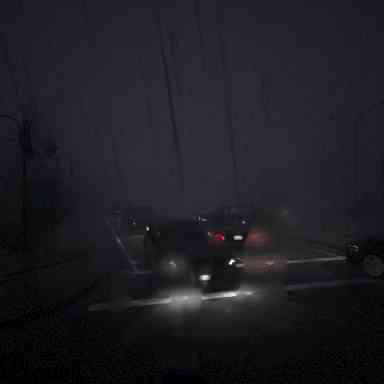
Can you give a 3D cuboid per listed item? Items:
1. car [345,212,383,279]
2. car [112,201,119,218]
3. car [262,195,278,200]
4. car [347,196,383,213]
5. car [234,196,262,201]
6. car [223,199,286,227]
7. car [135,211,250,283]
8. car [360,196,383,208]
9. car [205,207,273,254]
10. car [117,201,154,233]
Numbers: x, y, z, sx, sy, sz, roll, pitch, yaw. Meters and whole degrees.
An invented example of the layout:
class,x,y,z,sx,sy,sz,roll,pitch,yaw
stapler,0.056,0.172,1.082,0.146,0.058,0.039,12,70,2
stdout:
class,x,y,z,sx,sy,sz,roll,pitch,yaw
car,6.524,1.475,8.222,5.008,1.535,1.882,0,0,40
car,-6.233,1.515,30.094,2.033,1.411,5.357,0,0,-17
car,10.402,1.278,47.086,2.152,1.636,5.027,0,0,-17
car,15.622,1.356,29.164,1.970,1.475,3.806,0,0,-17
car,7.412,1.288,46.134,2.007,1.523,4.514,0,0,-17
car,2.857,1.467,19.891,5.357,1.411,2.033,-3,1,-15
car,-0.371,1.543,10.098,2.033,1.411,5.357,0,0,-15
car,23.953,1.274,43.138,1.845,1.501,3.633,0,0,-17
car,1.354,1.538,13.386,2.033,1.411,5.357,0,0,-4
car,-3.089,1.529,19.937,2.033,1.411,5.357,0,0,-17
